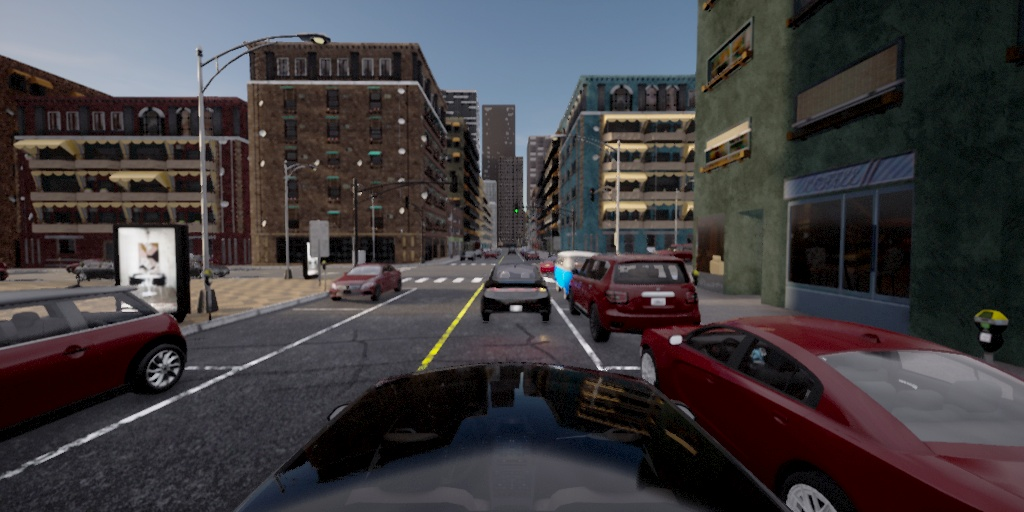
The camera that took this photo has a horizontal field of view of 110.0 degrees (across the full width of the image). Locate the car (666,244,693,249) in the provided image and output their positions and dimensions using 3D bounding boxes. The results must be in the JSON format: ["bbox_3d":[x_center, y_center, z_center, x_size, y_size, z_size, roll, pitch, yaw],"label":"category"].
[{"bbox_3d":[15.769,-0.188,34.050,5.009,1.841,2.192,0,0,0],"label":"car"}]

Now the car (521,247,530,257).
[{"bbox_3d":[2.684,-0.197,52.413,1.948,1.339,4.313,0,0,0],"label":"car"}]

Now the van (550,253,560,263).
[{"bbox_3d":[2.688,0.706,14.512,1.690,1.789,3.998,0,0,0],"label":"van"}]

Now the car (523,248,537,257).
[{"bbox_3d":[2.684,-0.018,46.892,1.802,1.307,4.207,0,0,0],"label":"car"}]

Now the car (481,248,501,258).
[{"bbox_3d":[-3.083,-0.173,52.780,1.895,1.301,4.718,0,2,0],"label":"car"}]

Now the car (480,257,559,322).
[{"bbox_3d":[0.099,0.963,10.985,2.128,1.511,4.902,0,2,0],"label":"car"}]

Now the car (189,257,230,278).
[{"bbox_3d":[-22.396,0.931,25.284,4.403,1.370,2.007,0,0,0],"label":"car"}]

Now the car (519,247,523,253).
[{"bbox_3d":[2.682,-0.542,63.455,1.888,1.381,4.507,0,0,0],"label":"car"}]

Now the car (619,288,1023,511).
[{"bbox_3d":[2.689,1.242,3.461,1.888,1.381,4.507,0,0,0],"label":"car"}]

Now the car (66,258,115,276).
[{"bbox_3d":[-27.965,1.013,25.246,4.403,1.370,2.007,0,0,0],"label":"car"}]

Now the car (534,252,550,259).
[{"bbox_3d":[3.959,0.566,26.324,4.181,1.385,1.994,-2,2,-43],"label":"car"}]

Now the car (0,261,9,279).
[{"bbox_3d":[-38.395,1.160,25.220,4.507,1.381,1.888,0,0,0],"label":"car"}]

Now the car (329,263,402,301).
[{"bbox_3d":[-5.694,0.947,14.512,1.802,1.307,4.207,0,0,0],"label":"car"}]

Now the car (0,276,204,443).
[{"bbox_3d":[-5.692,1.137,3.461,1.967,1.591,4.097,0,0,0],"label":"car"}]

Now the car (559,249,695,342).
[{"bbox_3d":[2.688,0.846,8.987,2.192,1.841,5.009,0,0,0],"label":"car"}]

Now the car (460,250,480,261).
[{"bbox_3d":[-5.697,-0.034,46.903,1.948,1.339,4.313,0,0,0],"label":"car"}]

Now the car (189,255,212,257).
[{"bbox_3d":[-30.265,0.611,33.864,4.097,1.591,1.967,0,0,0],"label":"car"}]
